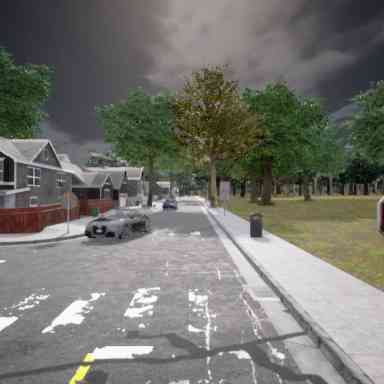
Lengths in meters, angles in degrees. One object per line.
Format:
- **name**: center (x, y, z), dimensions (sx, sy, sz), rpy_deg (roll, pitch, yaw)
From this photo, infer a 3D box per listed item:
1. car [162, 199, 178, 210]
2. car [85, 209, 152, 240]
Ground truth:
- **car**: center (-2.798, 1.569, 42.998), dimensions (2.033, 1.411, 5.357), rpy_deg (0, 0, 0)
- **car**: center (-3.693, 1.588, 17.336), dimensions (1.994, 1.385, 4.181), rpy_deg (0, 1, 18)
